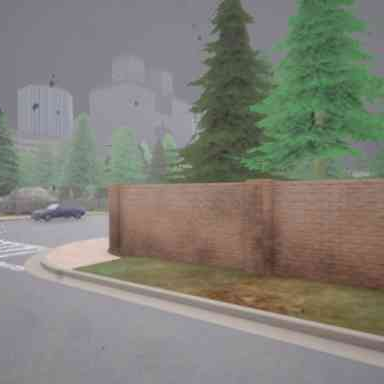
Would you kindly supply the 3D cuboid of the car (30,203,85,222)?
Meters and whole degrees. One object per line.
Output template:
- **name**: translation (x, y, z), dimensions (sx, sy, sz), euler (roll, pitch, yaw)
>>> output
- **car**: translation (-11.478, 1.690, 28.747), dimensions (1.812, 1.442, 4.674), euler (0, 0, 35)
